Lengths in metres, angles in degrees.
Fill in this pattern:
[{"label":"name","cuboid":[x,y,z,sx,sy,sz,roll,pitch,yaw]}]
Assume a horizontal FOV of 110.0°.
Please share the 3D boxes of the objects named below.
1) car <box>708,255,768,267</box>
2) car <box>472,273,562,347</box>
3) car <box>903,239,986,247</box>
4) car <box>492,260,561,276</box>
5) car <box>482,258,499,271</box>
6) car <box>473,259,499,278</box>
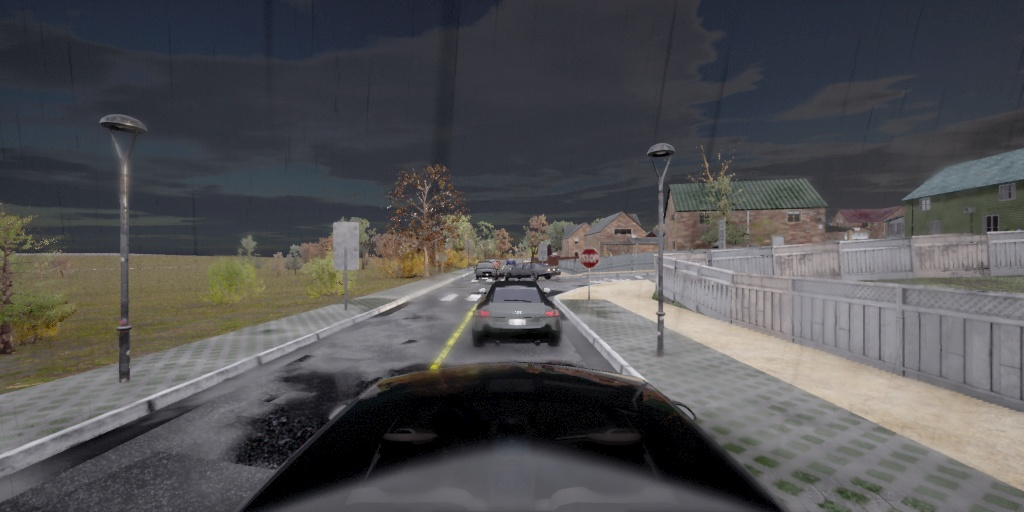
[{"label":"car","cuboid":[14.330,0.413,22.723,4.181,1.385,1.994,-3,0,16]},{"label":"car","cuboid":[0.082,1.313,9.292,1.994,1.385,4.181,0,0,-1]},{"label":"car","cuboid":[23.838,-0.208,20.327,4.902,1.511,2.128,-3,0,14]},{"label":"car","cuboid":[1.264,1.198,28.310,5.357,1.411,2.033,-4,-3,43]},{"label":"car","cuboid":[-2.982,1.121,51.028,2.097,1.767,4.553,0,0,0]},{"label":"car","cuboid":[-2.331,1.258,31.212,1.837,1.490,4.892,0,0,-8]}]
